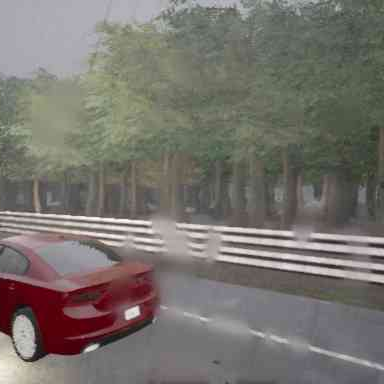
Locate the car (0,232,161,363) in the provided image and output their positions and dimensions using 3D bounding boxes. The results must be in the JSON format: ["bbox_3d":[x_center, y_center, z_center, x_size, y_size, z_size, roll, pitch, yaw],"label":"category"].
[{"bbox_3d":[-2.812,1.473,5.952,5.008,1.535,1.882,0,0,36],"label":"car"}]
